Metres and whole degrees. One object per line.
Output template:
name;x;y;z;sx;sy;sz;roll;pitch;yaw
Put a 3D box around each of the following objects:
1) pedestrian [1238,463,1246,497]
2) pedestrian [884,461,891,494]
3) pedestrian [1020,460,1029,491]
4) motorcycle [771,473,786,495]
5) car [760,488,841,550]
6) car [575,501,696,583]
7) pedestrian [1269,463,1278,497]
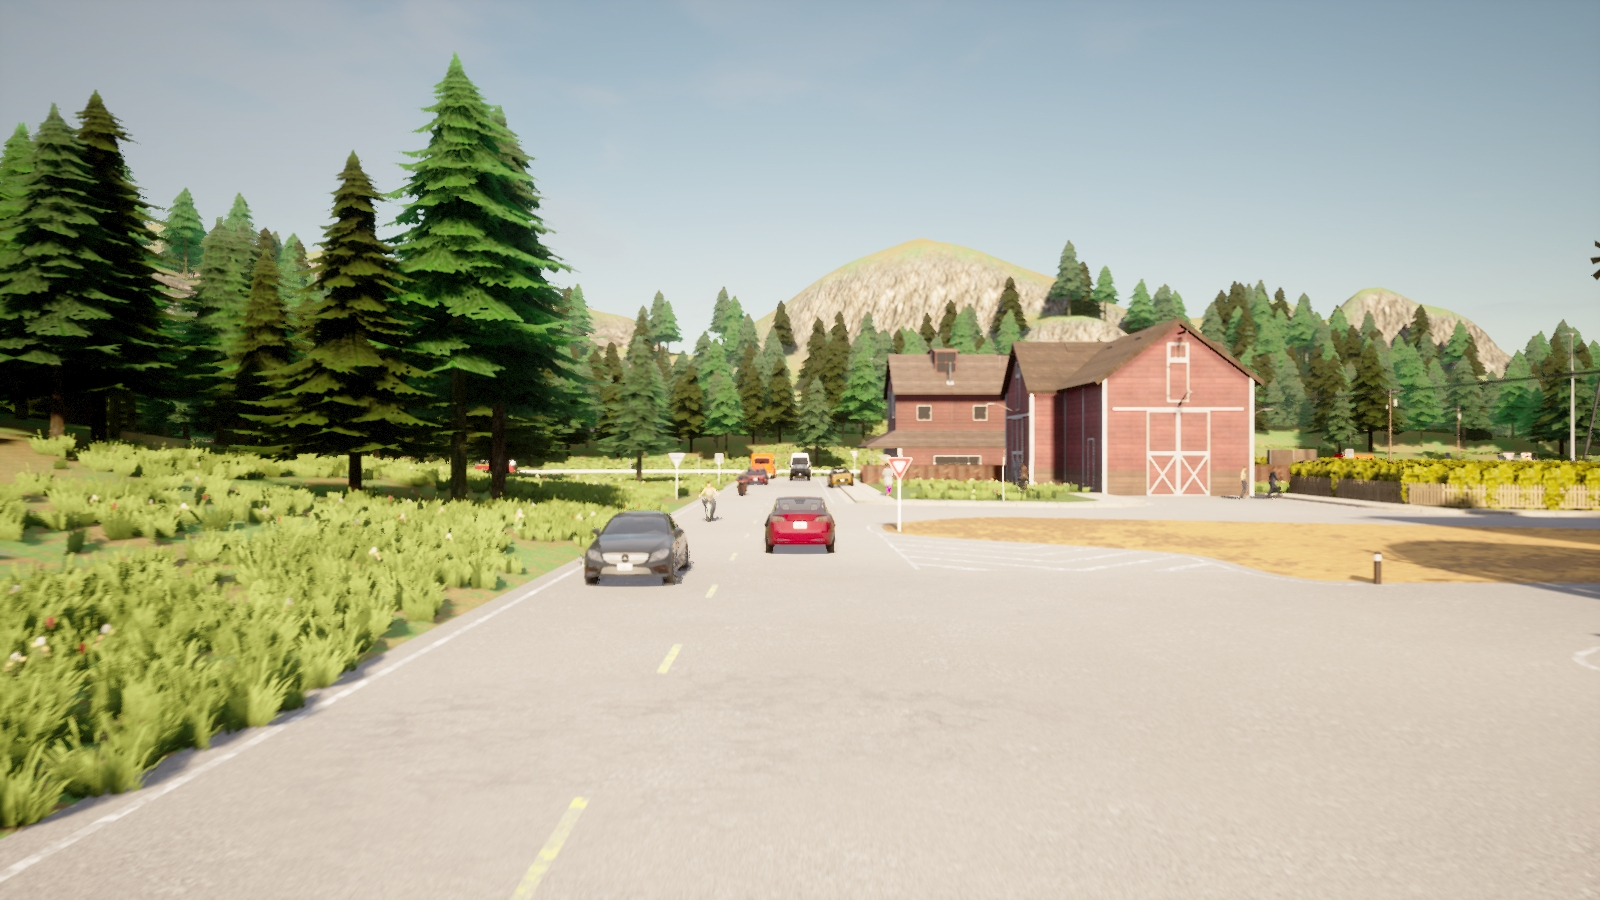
pedestrian;24.191;1.617;62.523;0.375;1.860;0.375;0;0;28
pedestrian;4.988;1.556;64.946;0.375;1.860;0.375;0;0;4
pedestrian;13.133;1.489;66.878;0.375;1.860;0.375;0;0;-39
motorcycle;-1.300;2.065;69.442;0.867;1.251;2.209;0;0;0
car;0.001;1.923;32.953;2.163;1.488;4.792;0;0;0
car;-3.506;1.941;25.177;2.002;1.442;4.674;0;0;0
pedestrian;25.807;1.618;62.241;0.375;1.860;0.375;0;0;7
